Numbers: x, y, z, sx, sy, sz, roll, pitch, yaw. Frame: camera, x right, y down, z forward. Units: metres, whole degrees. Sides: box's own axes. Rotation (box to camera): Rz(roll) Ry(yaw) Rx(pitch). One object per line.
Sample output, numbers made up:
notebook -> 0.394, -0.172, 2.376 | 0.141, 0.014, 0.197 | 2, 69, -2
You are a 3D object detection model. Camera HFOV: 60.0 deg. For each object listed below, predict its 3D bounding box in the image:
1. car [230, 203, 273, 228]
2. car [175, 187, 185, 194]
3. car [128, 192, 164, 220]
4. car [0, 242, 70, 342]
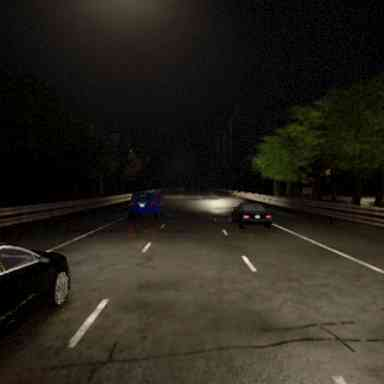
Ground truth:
car -> 3.572, 1.378, 20.644 | 2.033, 1.411, 5.357 | 0, 1, 0
car -> -3.610, -0.101, 88.486 | 1.812, 1.442, 4.674 | 0, 2, 0
car -> -3.432, 0.986, 25.517 | 2.150, 2.045, 5.566 | 0, 1, 0
car -> -3.407, 1.466, 4.903 | 2.128, 1.511, 4.902 | 0, 0, 0
